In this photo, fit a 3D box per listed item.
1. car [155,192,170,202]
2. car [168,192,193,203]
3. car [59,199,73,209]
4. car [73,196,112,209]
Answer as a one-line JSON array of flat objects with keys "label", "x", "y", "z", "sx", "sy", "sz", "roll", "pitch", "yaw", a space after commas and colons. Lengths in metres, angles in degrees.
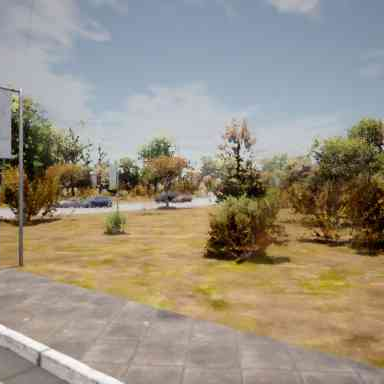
[{"label": "car", "x": -4.539, "y": 0.996, "z": 61.987, "sx": 2.150, "sy": 2.045, "sz": 5.566, "roll": 0, "pitch": 1, "yaw": 37}, {"label": "car", "x": -1.724, "y": 1.277, "z": 59.906, "sx": 1.812, "sy": 1.442, "sz": 4.674, "roll": 0, "pitch": 1, "yaw": 37}, {"label": "car", "x": -17.090, "y": 1.575, "z": 46.354, "sx": 1.895, "sy": 1.301, "sz": 4.718, "roll": 0, "pitch": 0, "yaw": 39}, {"label": "car", "x": -13.264, "y": 1.315, "z": 45.529, "sx": 2.097, "sy": 1.767, "sz": 4.553, "roll": 0, "pitch": 0, "yaw": 39}]
